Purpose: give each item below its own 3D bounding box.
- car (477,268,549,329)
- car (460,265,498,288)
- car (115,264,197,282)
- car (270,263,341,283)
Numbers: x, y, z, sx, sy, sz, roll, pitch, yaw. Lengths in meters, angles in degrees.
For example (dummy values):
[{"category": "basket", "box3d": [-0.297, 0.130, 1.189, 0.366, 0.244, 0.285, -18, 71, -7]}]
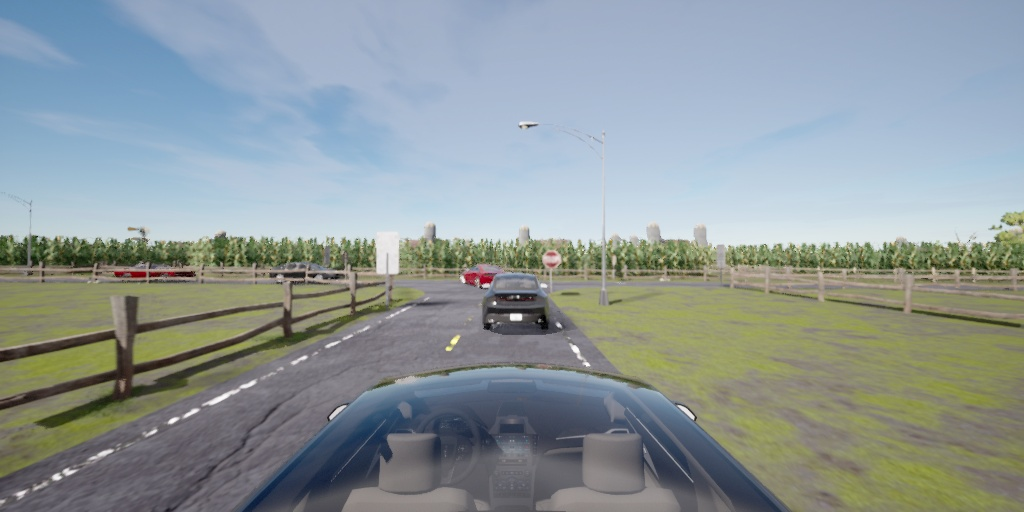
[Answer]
[{"category": "car", "box3d": [0.103, 1.305, 11.433, 1.837, 1.490, 4.892, 0, 0, 0]}, {"category": "car", "box3d": [-1.959, 1.327, 24.386, 1.882, 1.535, 5.008, 2, 0, -26]}, {"category": "car", "box3d": [-26.756, 1.281, 27.106, 4.718, 1.301, 1.895, 0, -1, 0]}, {"category": "car", "box3d": [-15.511, 1.259, 27.042, 4.892, 1.490, 1.837, 0, -1, 0]}]
